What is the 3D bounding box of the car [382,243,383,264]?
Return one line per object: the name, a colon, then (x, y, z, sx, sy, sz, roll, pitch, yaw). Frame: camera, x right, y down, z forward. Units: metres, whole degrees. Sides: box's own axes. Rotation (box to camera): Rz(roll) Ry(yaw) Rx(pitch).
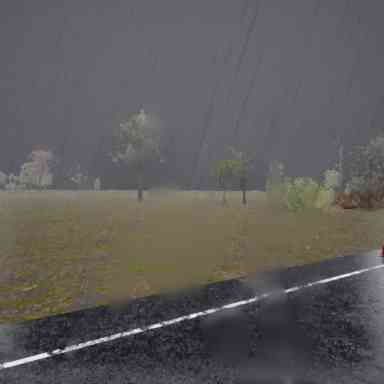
car: (7.534, 1.226, 9.224, 5.566, 2.045, 2.150, 0, 0, -35)
